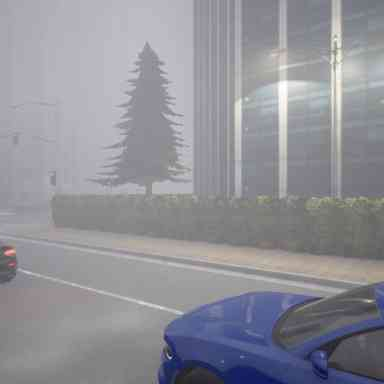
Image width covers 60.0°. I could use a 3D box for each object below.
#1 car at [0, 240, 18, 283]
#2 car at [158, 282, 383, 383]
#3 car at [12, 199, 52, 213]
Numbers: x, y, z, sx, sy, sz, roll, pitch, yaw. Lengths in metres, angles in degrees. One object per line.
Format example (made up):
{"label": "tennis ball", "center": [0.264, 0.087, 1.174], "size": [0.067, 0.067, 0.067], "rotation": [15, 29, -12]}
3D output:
{"label": "car", "center": [-6.170, 1.526, 8.350], "size": [4.674, 1.442, 1.812], "rotation": [0, 0, 36]}
{"label": "car", "center": [1.957, 1.478, 2.597], "size": [5.008, 1.535, 1.882], "rotation": [0, 0, 36]}
{"label": "car", "center": [-17.186, 1.547, 37.439], "size": [2.033, 1.411, 5.357], "rotation": [0, 0, 36]}
